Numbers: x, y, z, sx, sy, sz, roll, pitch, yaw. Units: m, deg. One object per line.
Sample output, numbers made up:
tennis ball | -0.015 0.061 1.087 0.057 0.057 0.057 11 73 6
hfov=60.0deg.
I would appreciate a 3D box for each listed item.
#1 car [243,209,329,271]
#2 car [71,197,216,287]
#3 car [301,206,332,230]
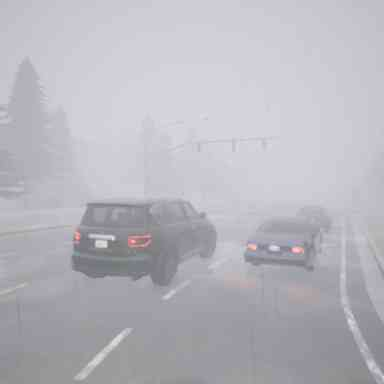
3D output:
car | 3.171 1.492 10.900 2.033 1.411 5.357 0 0 25
car | -0.983 1.162 9.528 2.150 2.045 5.566 0 1 20
car | 7.015 1.471 19.303 1.994 1.385 4.181 0 0 24
